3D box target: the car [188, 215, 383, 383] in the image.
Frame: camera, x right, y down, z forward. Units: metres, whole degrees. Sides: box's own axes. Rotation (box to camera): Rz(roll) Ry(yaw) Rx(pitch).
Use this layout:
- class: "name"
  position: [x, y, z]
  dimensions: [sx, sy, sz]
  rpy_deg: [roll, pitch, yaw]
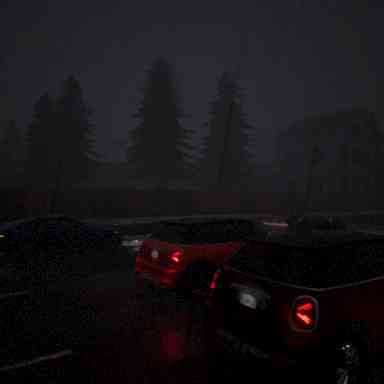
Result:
- class: "car"
  position: [2.452, 1.408, 5.407]
  dimensions: [4.553, 1.767, 2.097]
  rpy_deg: [1, -1, -35]

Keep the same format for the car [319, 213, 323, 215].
- class: "car"
  position: [5.450, 1.647, 16.024]
  dimensions: [4.902, 1.511, 2.128]
  rpy_deg: [1, 0, -35]

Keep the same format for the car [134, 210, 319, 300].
- class: "car"
  position: [0.913, 1.424, 8.600]
  dimensions: [4.553, 1.767, 2.097]
  rpy_deg: [1, -1, -35]

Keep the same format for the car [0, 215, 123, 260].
- class: "car"
  position: [-5.001, 1.597, 12.687]
  dimensions: [4.674, 1.442, 1.812]
  rpy_deg: [1, -1, -33]
